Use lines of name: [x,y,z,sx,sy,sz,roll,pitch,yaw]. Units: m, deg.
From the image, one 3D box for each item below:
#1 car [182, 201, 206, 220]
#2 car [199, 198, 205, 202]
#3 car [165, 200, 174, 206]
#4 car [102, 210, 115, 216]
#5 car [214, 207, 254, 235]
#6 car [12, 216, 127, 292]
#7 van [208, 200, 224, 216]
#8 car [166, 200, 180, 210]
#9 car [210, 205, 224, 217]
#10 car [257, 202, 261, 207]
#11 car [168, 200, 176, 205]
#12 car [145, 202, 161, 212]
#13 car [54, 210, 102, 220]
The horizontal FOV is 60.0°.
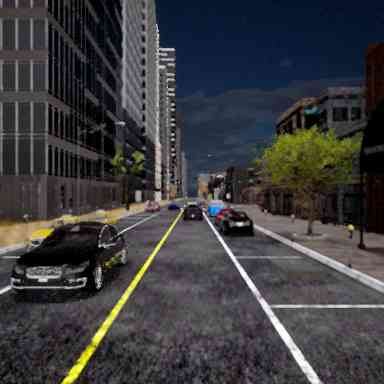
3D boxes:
car: [0.107,1.957,32.742,1.837,1.490,4.892,0,-1,0]
car: [2.727,2.709,91.875,1.967,1.590,4.097,-1,-1,0]
car: [-5.793,2.714,86.120,1.752,1.417,4.829,-1,-1,0]
car: [-5.692,1.809,20.503,1.752,1.417,4.829,-1,-1,0]
car: [2.689,1.852,20.656,1.947,1.339,4.313,-1,-1,0]
car: [-3.097,1.638,9.351,1.837,1.490,4.892,0,-1,0]
van: [2.695,1.856,37.261,1.690,1.788,3.998,-1,-1,0]
car: [-2.970,2.370,55.303,1.895,1.301,4.718,0,-1,0]
car: [2.693,1.944,26.190,1.802,1.307,4.206,-1,-1,0]
car: [16.565,2.410,71.581,5.009,1.841,2.192,1,0,1]
car: [-5.618,2.835,91.932,1.947,1.339,4.313,-1,-1,0]
car: [-5.677,2.107,48.347,1.967,1.590,4.097,-1,-1,0]
car: [-5.695,1.733,14.969,1.752,1.417,4.829,-1,-1,0]
